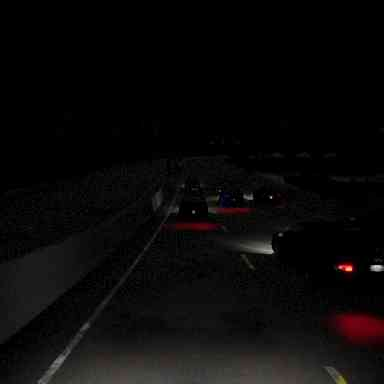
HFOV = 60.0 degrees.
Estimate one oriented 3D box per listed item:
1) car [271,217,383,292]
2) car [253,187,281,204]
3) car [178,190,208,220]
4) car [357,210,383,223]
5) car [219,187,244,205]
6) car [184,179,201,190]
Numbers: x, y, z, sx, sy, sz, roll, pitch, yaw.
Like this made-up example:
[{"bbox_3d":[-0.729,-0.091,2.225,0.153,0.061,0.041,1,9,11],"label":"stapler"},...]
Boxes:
[{"bbox_3d":[3.603,1.509,8.978,2.033,1.411,5.357,0,0,0],"label":"car"},{"bbox_3d":[7.066,0.250,31.732,1.994,1.385,4.181,0,6,0],"label":"car"},{"bbox_3d":[0.096,0.926,22.776,1.882,1.535,5.008,0,3,0],"label":"car"},{"bbox_3d":[7.100,1.392,12.136,1.882,1.535,5.008,0,1,0],"label":"car"},{"bbox_3d":[3.571,0.265,30.721,1.882,1.535,5.008,0,6,0],"label":"car"},{"bbox_3d":[0.022,-0.817,39.957,2.128,1.511,4.902,0,7,0],"label":"car"}]
